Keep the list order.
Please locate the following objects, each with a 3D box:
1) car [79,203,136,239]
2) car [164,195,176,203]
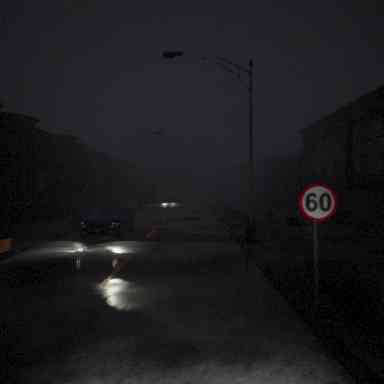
[{"bbox_3d":[-4.094,1.357,16.767,1.882,1.535,5.008,0,0,0],"label":"car"},{"bbox_3d":[-3.947,1.181,58.925,1.895,1.301,4.718,0,0,1],"label":"car"}]
